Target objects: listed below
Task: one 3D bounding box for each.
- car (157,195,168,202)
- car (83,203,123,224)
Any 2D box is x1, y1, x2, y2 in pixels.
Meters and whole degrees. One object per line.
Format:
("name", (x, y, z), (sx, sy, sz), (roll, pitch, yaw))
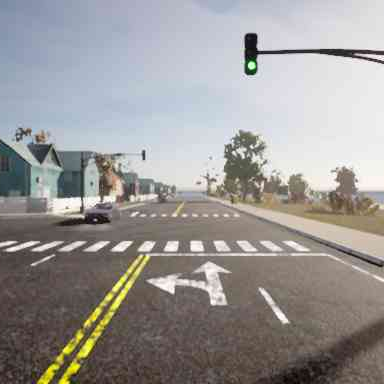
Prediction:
("car", (-6.688, 1.409, 75.292), (2.097, 1.767, 4.553), (0, 0, 0))
("car", (-6.554, 1.548, 25.254), (2.033, 1.411, 5.357), (2, -1, 0))
